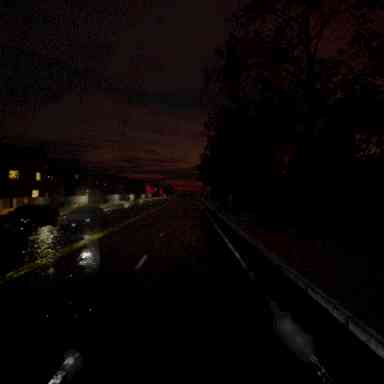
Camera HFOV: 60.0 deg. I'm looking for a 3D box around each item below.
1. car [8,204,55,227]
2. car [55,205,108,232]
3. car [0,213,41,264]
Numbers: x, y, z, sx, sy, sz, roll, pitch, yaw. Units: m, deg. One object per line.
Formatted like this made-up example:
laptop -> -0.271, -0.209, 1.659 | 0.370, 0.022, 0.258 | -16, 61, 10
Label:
car -> -9.789, 1.507, 20.265 | 1.882, 1.535, 5.008 | 0, 0, 1
car -> -6.536, 1.557, 20.732 | 1.812, 1.442, 4.674 | 0, 0, 0
car -> -6.525, 1.560, 9.239 | 2.033, 1.411, 5.357 | 0, 0, 0
